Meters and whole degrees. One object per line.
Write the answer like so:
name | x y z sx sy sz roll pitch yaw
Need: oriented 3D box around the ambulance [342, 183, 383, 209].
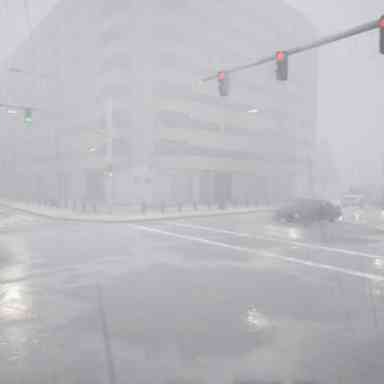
ambulance | 17.050 0.339 33.006 6.366 2.431 2.351 -1 2 -41

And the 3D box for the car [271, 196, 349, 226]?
car | 6.918 1.117 19.678 5.357 1.411 2.033 -1 2 -41

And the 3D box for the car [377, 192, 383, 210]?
car | 18.876 0.964 30.100 4.181 1.385 1.994 -1 2 -41
